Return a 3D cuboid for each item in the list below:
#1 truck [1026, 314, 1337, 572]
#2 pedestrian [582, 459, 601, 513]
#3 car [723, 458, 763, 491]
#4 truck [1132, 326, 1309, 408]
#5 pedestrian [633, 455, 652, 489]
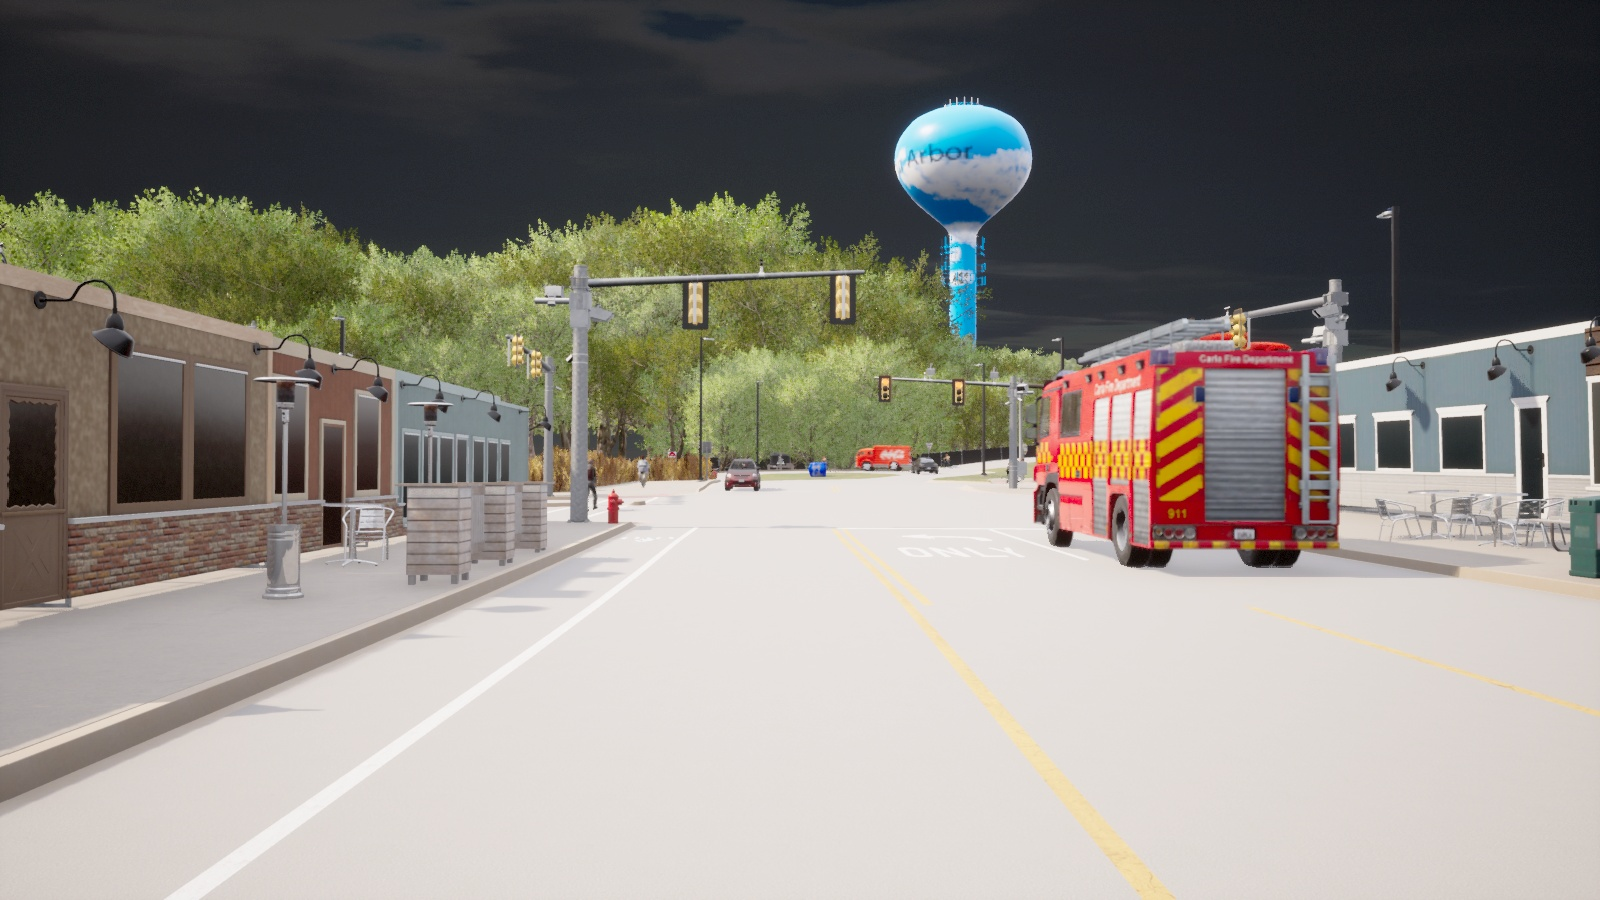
[{"bbox_3d":[6.438,-0.060,22.915,2.891,3.827,8.468,0,-1,-1],"label":"truck"},{"bbox_3d":[-7.229,1.239,43.559,0.376,1.854,0.720,-1,-1,16],"label":"pedestrian"},{"bbox_3d":[-2.920,1.248,64.968,1.851,1.617,3.988,0,1,0],"label":"car"},{"bbox_3d":[14.472,-2.841,43.501,5.204,2.467,2.627,-1,-3,0],"label":"truck"},{"bbox_3d":[-8.556,1.211,68.404,0.874,1.855,0.900,0,-1,4],"label":"pedestrian"}]
